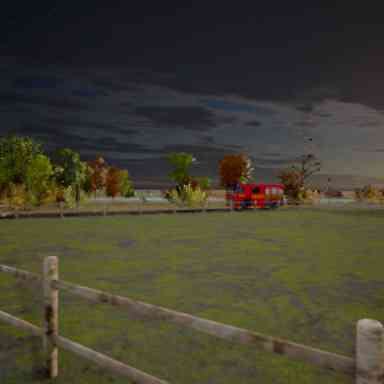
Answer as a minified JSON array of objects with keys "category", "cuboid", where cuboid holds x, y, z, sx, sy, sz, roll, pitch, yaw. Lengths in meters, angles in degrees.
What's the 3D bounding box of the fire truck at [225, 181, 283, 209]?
[{"category":"fire truck","cuboid":[8.771,0.421,46.638,8.468,3.827,2.891,0,0,-29]}]
